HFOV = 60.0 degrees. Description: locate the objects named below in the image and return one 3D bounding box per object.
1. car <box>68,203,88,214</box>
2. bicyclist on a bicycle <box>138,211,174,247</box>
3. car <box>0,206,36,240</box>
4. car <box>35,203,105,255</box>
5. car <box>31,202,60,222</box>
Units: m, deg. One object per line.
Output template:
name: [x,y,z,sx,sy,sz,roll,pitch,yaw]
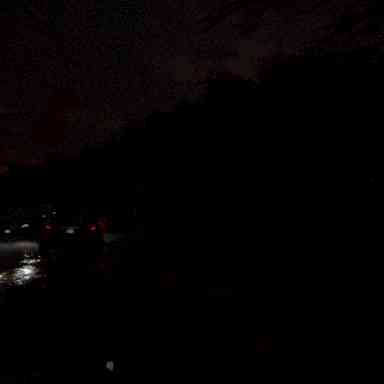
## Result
car: [-14.875,2.117,43.252,1.994,1.385,4.181,3,-3,-24]
bicyclist on a bicycle: [-1.609,1.691,14.954,1.656,1.620,0.582,1,-1,-14]
car: [-8.875,1.519,17.166,1.812,1.442,4.674,3,-1,-16]
car: [-4.827,1.458,14.004,2.097,1.767,4.553,3,-1,-13]
car: [-12.159,1.625,27.835,1.812,1.442,4.674,3,-2,-19]
